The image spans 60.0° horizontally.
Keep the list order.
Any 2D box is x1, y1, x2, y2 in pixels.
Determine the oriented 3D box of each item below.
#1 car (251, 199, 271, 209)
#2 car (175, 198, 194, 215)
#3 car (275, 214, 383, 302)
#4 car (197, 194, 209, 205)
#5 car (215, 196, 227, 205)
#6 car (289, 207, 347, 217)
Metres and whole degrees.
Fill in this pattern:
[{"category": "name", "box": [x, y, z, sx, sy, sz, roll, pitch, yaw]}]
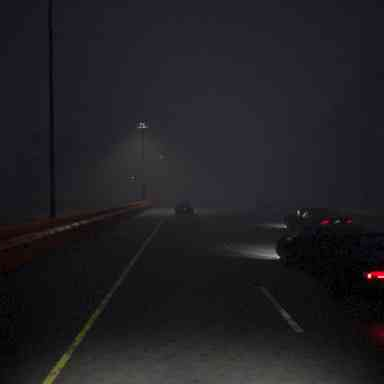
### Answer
[{"category": "car", "box": [9.309, 1.654, 45.241, 1.895, 1.301, 4.718, -1, 0, -1]}, {"category": "car", "box": [-0.829, 1.725, 36.769, 1.994, 1.385, 4.181, -1, 0, -1]}, {"category": "car", "box": [3.747, 1.530, 8.436, 2.033, 1.411, 5.357, -1, 0, -4]}, {"category": "car", "box": [2.126, 1.455, 65.267, 2.150, 2.045, 5.566, -1, 0, -1]}, {"category": "car", "box": [5.628, 1.538, 64.799, 2.097, 1.767, 4.553, -1, 0, -1]}, {"category": "car", "box": [6.818, 1.527, 18.465, 2.033, 1.411, 5.357, -1, 0, -5]}]
